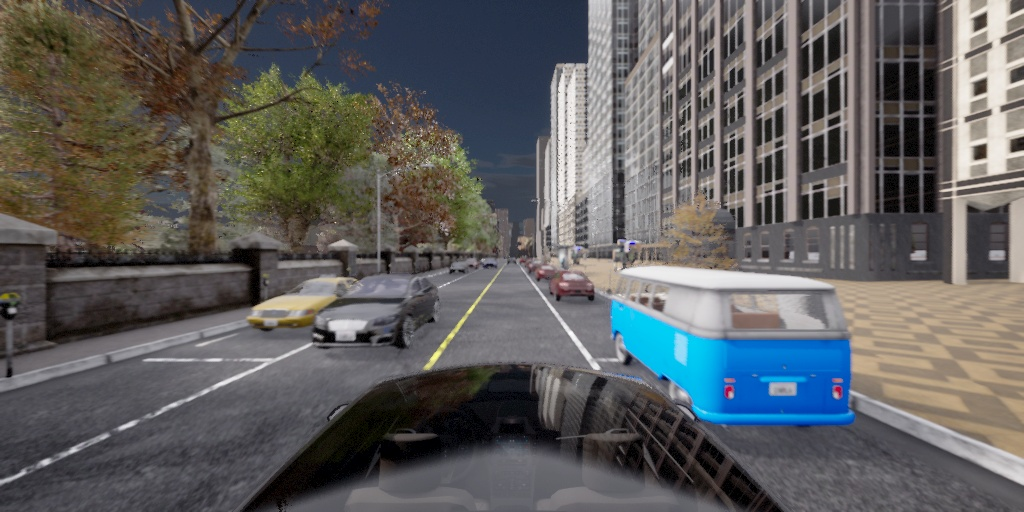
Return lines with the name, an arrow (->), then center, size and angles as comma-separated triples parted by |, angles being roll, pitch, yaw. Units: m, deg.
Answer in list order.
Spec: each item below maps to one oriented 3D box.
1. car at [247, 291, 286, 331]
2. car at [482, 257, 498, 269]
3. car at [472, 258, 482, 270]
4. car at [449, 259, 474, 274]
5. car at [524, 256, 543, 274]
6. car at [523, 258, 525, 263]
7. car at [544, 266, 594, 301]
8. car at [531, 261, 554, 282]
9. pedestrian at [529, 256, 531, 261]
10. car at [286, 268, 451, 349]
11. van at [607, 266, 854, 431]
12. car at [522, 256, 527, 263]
car -> -5.694, 1.249, 10.872 | 1.751, 1.417, 4.829 | 0, 0, 0
car -> -3.085, 0.981, 51.515 | 2.097, 1.767, 4.553 | 0, 0, 0
car -> -5.704, 1.069, 50.466 | 1.967, 1.591, 4.097 | 0, 0, 0
car -> -5.700, 1.216, 39.203 | 1.948, 1.339, 4.313 | 0, 0, 0
car -> 2.680, 1.090, 39.205 | 1.967, 1.591, 4.097 | 0, 0, 0
car -> 2.678, 1.220, 44.836 | 1.802, 1.307, 4.207 | 0, 0, 0
car -> 2.685, 1.290, 16.675 | 1.802, 1.307, 4.207 | 0, 0, 0
car -> 2.683, 1.260, 27.940 | 1.802, 1.307, 4.207 | 0, 0, 0
pedestrian -> 2.986, 0.911, 59.648 | 0.375, 1.860, 0.375 | 0, 0, -3
car -> -3.102, 1.220, 9.141 | 2.128, 1.511, 4.902 | 0, 0, 0
van -> 2.688, 1.080, 5.412 | 1.690, 1.789, 3.998 | 0, 0, 0
car -> 2.986, 1.147, 56.811 | 1.812, 1.442, 4.674 | 0, 0, 0
